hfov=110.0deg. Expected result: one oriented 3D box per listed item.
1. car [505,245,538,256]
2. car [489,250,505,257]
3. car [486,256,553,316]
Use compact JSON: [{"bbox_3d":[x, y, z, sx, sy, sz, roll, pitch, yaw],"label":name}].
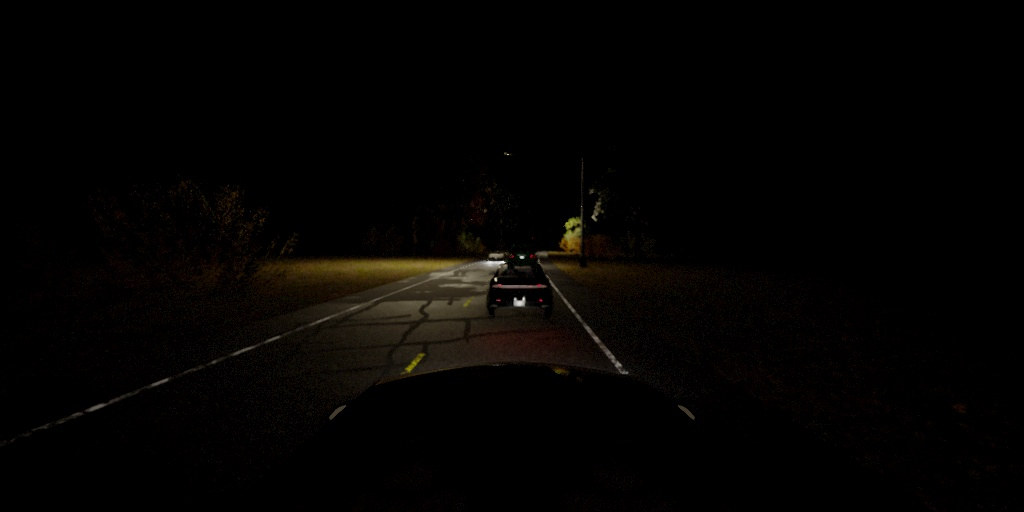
[{"bbox_3d":[0.854,0.111,28.880,2.150,2.045,5.566,0,2,3],"label":"car"},{"bbox_3d":[-1.852,-0.077,46.479,1.895,1.301,4.718,0,2,4],"label":"car"},{"bbox_3d":[0.260,0.928,11.659,2.128,1.511,4.902,0,2,2],"label":"car"}]
